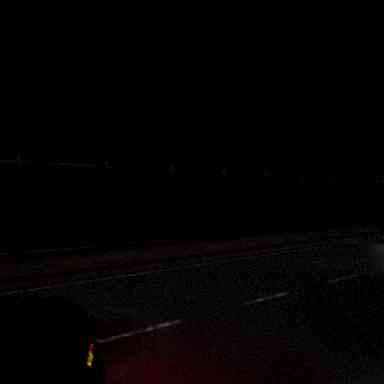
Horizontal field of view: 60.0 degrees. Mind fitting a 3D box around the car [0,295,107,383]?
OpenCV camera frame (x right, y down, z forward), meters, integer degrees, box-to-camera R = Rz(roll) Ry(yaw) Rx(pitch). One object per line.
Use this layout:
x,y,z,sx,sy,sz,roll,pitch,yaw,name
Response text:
-2.959,1.480,1.856,4.902,1.511,2.128,1,0,-35,car
